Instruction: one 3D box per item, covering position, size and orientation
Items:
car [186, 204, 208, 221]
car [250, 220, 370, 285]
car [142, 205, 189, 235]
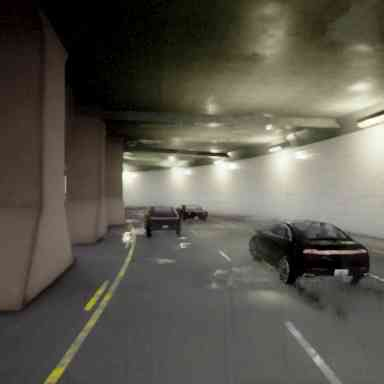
[{"bbox_3d":[-0.288,1.689,27.769,1.895,1.301,4.718,0,0,-17],"label":"car"},{"bbox_3d":[3.059,1.542,9.654,2.128,1.511,4.902,0,0,-5],"label":"car"},{"bbox_3d":[-1.782,1.542,19.136,2.128,1.511,4.902,0,0,-11],"label":"car"}]
